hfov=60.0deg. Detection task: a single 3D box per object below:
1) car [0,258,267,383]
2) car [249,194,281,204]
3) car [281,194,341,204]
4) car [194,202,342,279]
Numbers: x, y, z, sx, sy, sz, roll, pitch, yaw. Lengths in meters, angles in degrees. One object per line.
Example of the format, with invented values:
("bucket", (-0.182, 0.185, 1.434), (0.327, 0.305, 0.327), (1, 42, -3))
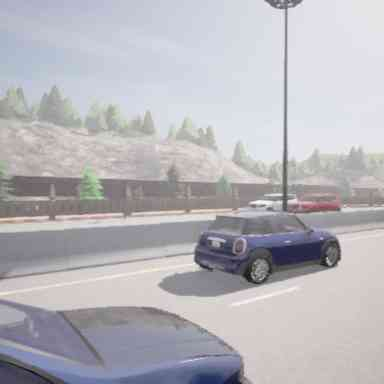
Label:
("car", (-2.034, 1.548, 2.296), (5.357, 1.411, 2.033), (0, 0, -36))
("car", (7.637, 1.198, 30.900), (5.566, 2.045, 2.150), (0, 0, -35))
("car", (10.622, 1.197, 28.719), (5.566, 2.045, 2.150), (0, 0, -35))
("car", (2.344, 1.345, 9.722), (4.553, 1.767, 2.097), (0, 0, -36))
